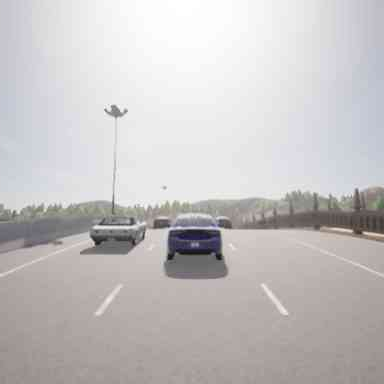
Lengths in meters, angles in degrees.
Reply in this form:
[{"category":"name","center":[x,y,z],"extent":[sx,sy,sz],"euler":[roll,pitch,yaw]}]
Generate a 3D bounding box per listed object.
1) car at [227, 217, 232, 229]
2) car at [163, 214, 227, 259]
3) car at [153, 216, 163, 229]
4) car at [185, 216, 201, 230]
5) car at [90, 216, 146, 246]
[{"category":"car","center":[3.584,3.707,39.462],"extent":[1.837,1.490,4.892],"euler":[0,-7,0]},{"category":"car","center":[0.095,1.589,13.063],"extent":[1.882,1.535,5.008],"euler":[0,-1,0]},{"category":"car","center":[-3.414,3.663,39.334],"extent":[1.882,1.535,5.008],"euler":[0,-7,0]},{"category":"car","center":[0.081,3.735,39.517],"extent":[1.812,1.442,4.674],"euler":[0,-7,0]},{"category":"car","center":[-3.407,1.812,16.337],"extent":[1.895,1.301,4.718],"euler":[0,-2,0]}]
